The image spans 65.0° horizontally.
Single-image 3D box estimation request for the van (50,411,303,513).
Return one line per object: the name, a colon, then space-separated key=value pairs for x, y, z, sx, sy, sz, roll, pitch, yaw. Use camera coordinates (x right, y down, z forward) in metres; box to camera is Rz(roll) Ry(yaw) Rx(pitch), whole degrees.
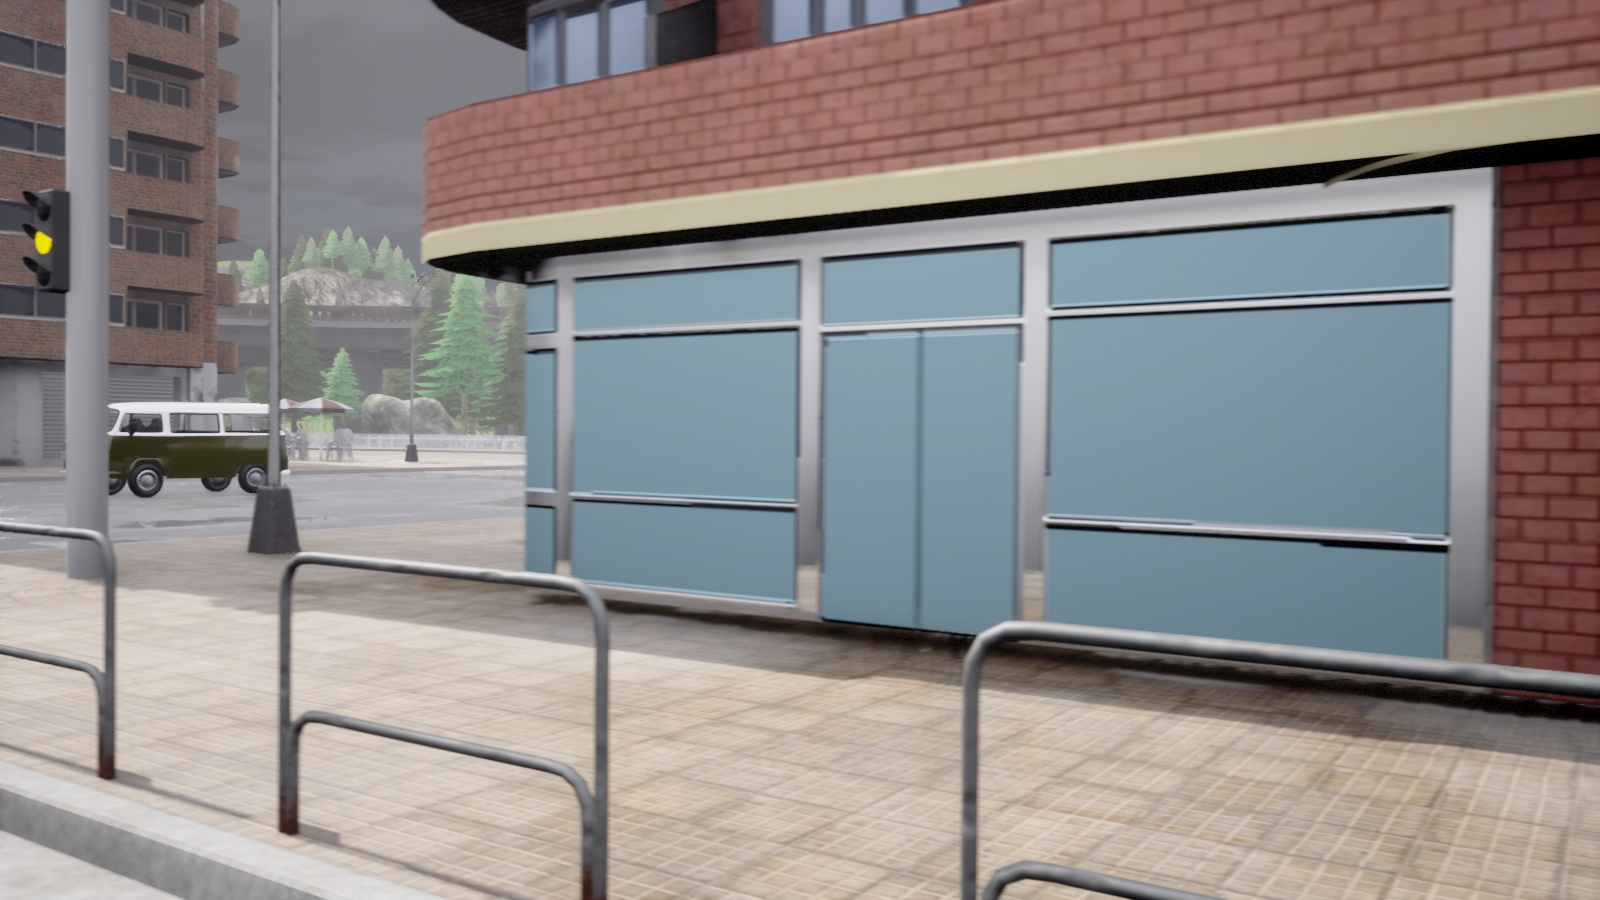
van: x=-13.493 y=0.203 z=27.430 sx=2.069 sy=2.038 sz=4.480 roll=0 pitch=1 yaw=34
